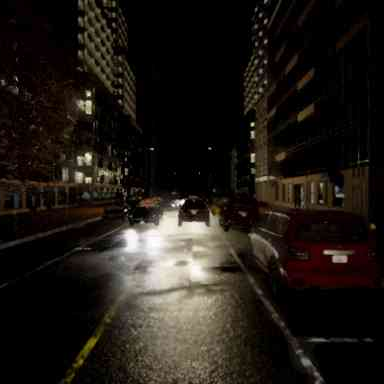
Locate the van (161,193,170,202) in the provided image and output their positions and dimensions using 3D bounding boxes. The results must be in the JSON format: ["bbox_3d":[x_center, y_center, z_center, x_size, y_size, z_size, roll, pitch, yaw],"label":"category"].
[{"bbox_3d":[-5.600,1.225,71.108,1.690,1.788,3.998,0,0,0],"label":"van"}]

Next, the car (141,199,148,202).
[{"bbox_3d":[-5.650,1.525,31.262,1.947,1.339,4.313,0,0,0],"label":"car"}]

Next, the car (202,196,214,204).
[{"bbox_3d":[2.766,1.473,59.700,1.947,1.339,4.313,0,0,0],"label":"car"}]

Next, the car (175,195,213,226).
[{"bbox_3d":[0.130,1.323,23.357,2.097,1.767,4.553,0,0,0],"label":"car"}]

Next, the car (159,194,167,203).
[{"bbox_3d":[-5.622,1.469,54.031,2.008,1.369,4.403,0,0,0],"label":"car"}]

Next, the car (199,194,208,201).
[{"bbox_3d":[2.794,1.298,82.467,1.967,1.590,4.097,0,0,0],"label":"car"}]

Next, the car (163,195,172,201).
[{"bbox_3d":[-5.594,1.453,76.800,1.802,1.307,4.206,0,0,0],"label":"car"}]

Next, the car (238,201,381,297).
[{"bbox_3d":[2.705,1.305,8.471,2.192,1.841,5.009,0,0,0],"label":"car"}]

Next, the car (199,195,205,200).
[{"bbox_3d":[2.807,1.413,93.852,1.802,1.307,4.206,0,0,0],"label":"car"}]

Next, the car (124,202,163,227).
[{"bbox_3d":[-3.074,1.573,22.793,1.895,1.301,4.718,0,0,0],"label":"car"}]

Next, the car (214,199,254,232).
[{"bbox_3d":[2.719,1.291,19.855,2.192,1.841,5.009,0,0,0],"label":"car"}]

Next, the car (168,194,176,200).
[{"bbox_3d":[-5.573,1.272,93.876,1.967,1.590,4.097,0,0,0],"label":"car"}]

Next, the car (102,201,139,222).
[{"bbox_3d":[-5.656,1.519,25.570,2.008,1.369,4.403,0,0,0],"label":"car"}]

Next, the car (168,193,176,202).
[{"bbox_3d":[-2.922,1.141,64.273,2.128,1.511,4.902,0,0,0],"label":"car"}]

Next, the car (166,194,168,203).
[{"bbox_3d":[-5.608,1.440,65.415,1.887,1.381,4.507,0,0,0],"label":"car"}]

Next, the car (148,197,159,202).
[{"bbox_3d":[-5.635,1.521,42.645,1.802,1.307,4.206,0,0,0],"label":"car"}]
